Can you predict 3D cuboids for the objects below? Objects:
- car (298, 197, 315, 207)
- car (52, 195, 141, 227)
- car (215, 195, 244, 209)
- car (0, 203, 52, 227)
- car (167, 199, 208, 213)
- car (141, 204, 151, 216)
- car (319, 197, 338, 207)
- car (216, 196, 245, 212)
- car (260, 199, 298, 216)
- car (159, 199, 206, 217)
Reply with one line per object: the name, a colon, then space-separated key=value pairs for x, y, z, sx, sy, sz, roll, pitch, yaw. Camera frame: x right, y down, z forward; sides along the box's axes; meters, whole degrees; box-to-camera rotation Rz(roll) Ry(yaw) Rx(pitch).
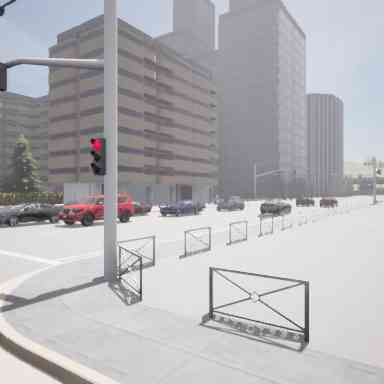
car: x=17.946 y=1.478 z=52.544 sx=1.882 sy=1.535 sz=5.008 roll=0 pitch=0 yaw=35
car: x=-6.547 y=1.221 z=23.516 sx=2.150 sy=2.045 sz=5.566 roll=0 pitch=0 yaw=35
car: x=5.382 y=1.352 z=46.932 sx=2.097 sy=1.767 sz=4.553 roll=0 pitch=0 yaw=35
car: x=-11.209 y=1.492 z=22.916 sx=2.128 sy=1.511 sz=4.902 roll=0 pitch=0 yaw=35
car: x=-0.408 y=1.547 z=38.594 sx=2.033 sy=1.411 sz=5.357 roll=0 pitch=0 yaw=35
car: x=-5.952 y=1.601 z=30.549 sx=1.895 sy=1.301 sz=4.718 roll=0 pitch=0 yaw=35
car: x=20.870 y=1.478 z=50.651 sx=1.882 sy=1.535 sz=5.008 roll=0 pitch=0 yaw=35
car: x=4.678 y=1.526 z=39.785 sx=1.812 sy=1.442 sz=4.674 roll=0 pitch=0 yaw=35
car: x=8.221 y=1.491 z=32.272 sx=2.128 sy=1.511 sz=4.902 roll=0 pitch=0 yaw=35
car: x=-1.005 y=1.601 z=31.562 sx=1.895 sy=1.301 sz=4.718 roll=0 pitch=0 yaw=35
